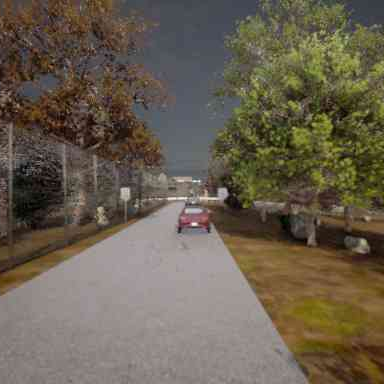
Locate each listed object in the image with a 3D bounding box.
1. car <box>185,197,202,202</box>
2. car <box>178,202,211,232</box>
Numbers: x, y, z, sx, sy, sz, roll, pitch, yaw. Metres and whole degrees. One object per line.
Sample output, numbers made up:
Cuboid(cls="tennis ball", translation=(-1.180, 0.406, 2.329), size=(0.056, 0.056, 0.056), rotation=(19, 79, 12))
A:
Cuboid(cls="car", translation=(0.160, 1.351, 41.691), size=(2.097, 1.767, 4.553), rotation=(0, 0, 0))
Cuboid(cls="car", translation=(0.125, 1.525, 19.794), size=(1.812, 1.442, 4.674), rotation=(0, 0, 0))
